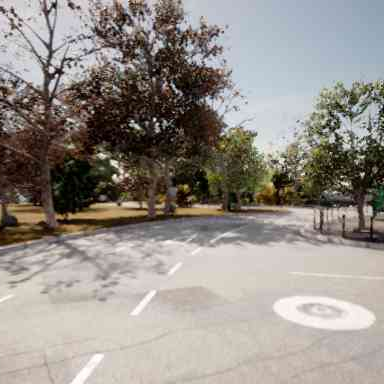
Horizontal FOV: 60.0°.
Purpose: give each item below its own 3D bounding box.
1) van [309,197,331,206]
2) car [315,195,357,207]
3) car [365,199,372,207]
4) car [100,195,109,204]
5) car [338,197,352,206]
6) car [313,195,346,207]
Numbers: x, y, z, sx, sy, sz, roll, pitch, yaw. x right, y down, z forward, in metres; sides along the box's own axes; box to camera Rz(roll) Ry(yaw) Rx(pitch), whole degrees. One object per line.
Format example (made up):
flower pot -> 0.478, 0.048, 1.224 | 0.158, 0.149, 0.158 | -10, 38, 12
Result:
van -> 28.701, 2.052, 74.859 | 4.442, 1.987, 1.878 | 0, -2, 12
car -> 25.239, 1.593, 58.593 | 5.566, 2.045, 2.435 | 0, -1, 12
car -> 34.764, 2.046, 63.642 | 1.882, 1.535, 5.008 | 0, -1, 12
car -> -17.713, 1.377, 65.230 | 2.097, 1.767, 4.553 | 1, -1, -3
car -> 39.327, 2.502, 85.511 | 2.150, 2.045, 5.566 | 0, -3, 12
car -> 26.331, 1.704, 63.944 | 5.566, 2.045, 2.435 | 0, -1, 12
